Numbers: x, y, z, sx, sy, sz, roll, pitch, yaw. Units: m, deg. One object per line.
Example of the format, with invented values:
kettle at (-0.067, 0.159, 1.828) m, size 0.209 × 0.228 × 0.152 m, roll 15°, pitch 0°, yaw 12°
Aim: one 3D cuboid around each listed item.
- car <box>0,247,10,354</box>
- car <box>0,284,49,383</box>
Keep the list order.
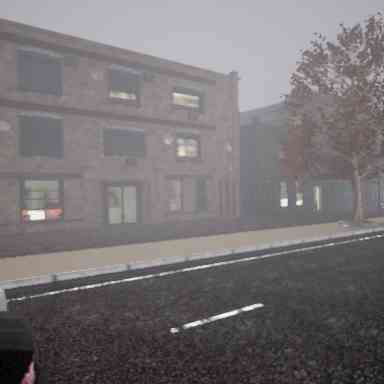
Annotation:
car at (-5.034, 1.615, 4.086) m, size 4.718 × 1.301 × 1.895 m, roll -1°, pitch 0°, yaw -35°
car at (-3.235, 1.507, 1.377) m, size 4.902 × 1.511 × 2.128 m, roll -1°, pitch 0°, yaw -35°
